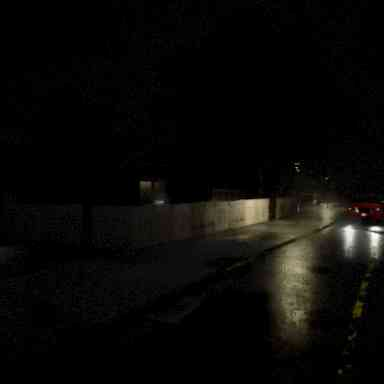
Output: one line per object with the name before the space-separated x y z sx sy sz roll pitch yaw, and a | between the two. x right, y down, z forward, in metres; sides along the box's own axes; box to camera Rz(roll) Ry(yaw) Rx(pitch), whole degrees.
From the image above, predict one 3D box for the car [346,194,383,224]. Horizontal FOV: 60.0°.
car | 12.902 1.170 24.769 2.150 2.045 5.566 1 0 30
